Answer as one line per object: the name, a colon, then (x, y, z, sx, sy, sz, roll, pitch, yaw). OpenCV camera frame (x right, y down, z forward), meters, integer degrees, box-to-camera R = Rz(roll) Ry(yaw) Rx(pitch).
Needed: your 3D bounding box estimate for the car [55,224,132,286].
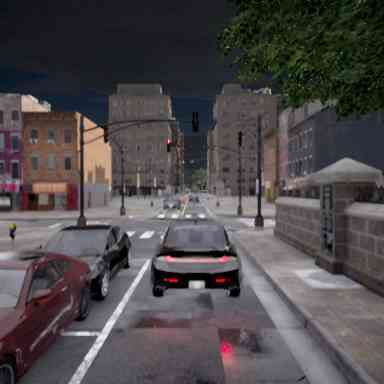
car: (-2.627, 1.516, 8.226, 1.947, 1.339, 4.313, 0, 0, 0)

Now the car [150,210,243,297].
car: (0.095, 1.440, 8.404, 2.128, 1.511, 4.902, 0, 0, 0)

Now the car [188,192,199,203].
car: (0.360, 1.152, 60.435, 1.812, 1.442, 4.674, 0, 0, 0)

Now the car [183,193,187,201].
car: (-2.221, 1.024, 53.145, 2.097, 1.767, 4.553, 0, 0, 0)

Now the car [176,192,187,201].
car: (-2.143, 0.917, 68.833, 2.097, 1.767, 4.553, 0, 0, 0)

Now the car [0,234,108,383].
car: (-2.631, 1.554, 4.564, 1.802, 1.307, 4.206, 0, 0, 0)

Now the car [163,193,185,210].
car: (-2.238, 1.256, 37.842, 2.128, 1.511, 4.902, 0, 1, 0)
